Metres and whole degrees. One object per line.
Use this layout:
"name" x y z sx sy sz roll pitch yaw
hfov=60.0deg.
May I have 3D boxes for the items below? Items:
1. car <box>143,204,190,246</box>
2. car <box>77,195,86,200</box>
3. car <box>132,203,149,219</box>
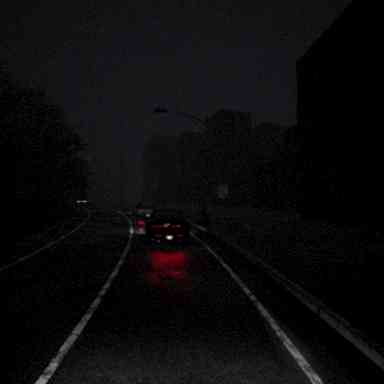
"car" -1.223 1.533 15.432 1.837 1.490 4.892 1 0 -8
"car" -24.144 1.078 72.911 2.033 1.411 5.357 2 0 -17
"car" -4.318 1.667 30.397 1.895 1.301 4.718 1 0 -15
